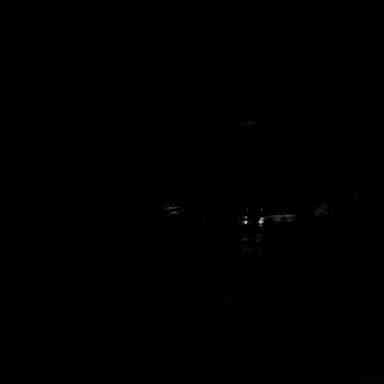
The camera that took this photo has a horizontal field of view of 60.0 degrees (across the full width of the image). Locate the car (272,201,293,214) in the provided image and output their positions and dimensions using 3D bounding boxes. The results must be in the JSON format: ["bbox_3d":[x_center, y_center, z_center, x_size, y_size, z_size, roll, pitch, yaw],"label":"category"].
[{"bbox_3d":[10.442,1.796,38.731,2.033,1.411,5.357,0,0,7],"label":"car"}]

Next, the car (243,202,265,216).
[{"bbox_3d":[6.537,1.762,35.597,1.812,1.442,4.674,0,0,7],"label":"car"}]
